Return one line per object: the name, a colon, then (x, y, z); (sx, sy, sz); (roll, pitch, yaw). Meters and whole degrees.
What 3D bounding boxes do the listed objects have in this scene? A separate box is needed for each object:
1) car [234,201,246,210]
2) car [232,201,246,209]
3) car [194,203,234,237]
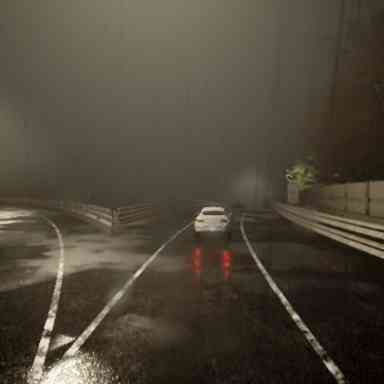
car: (9.893, 2.762, 67.843); (2.128, 1.511, 4.902); (0, -4, 12)
car: (7.903, 2.263, 58.040); (1.994, 1.385, 4.181); (0, -3, 11)
car: (1.175, 1.523, 17.830); (1.812, 1.442, 4.674); (0, 0, 6)
